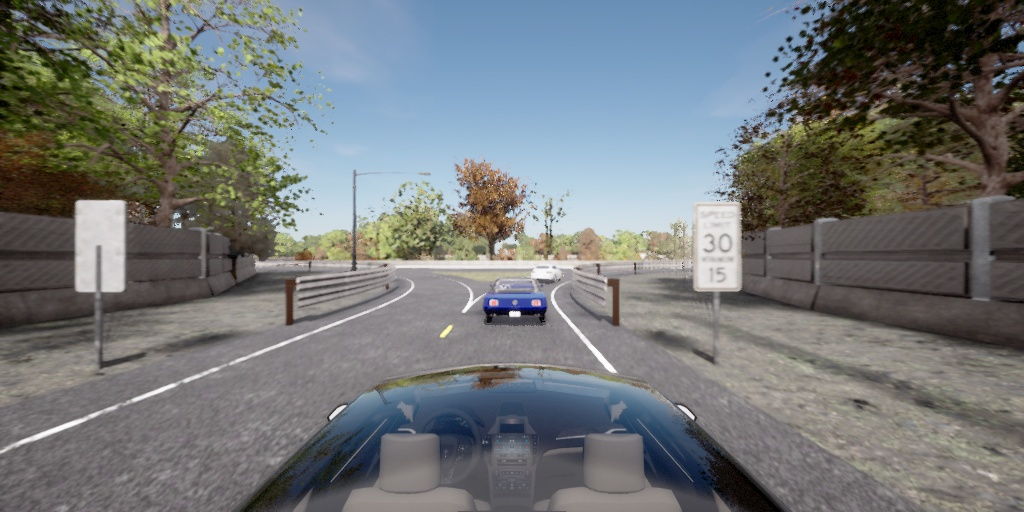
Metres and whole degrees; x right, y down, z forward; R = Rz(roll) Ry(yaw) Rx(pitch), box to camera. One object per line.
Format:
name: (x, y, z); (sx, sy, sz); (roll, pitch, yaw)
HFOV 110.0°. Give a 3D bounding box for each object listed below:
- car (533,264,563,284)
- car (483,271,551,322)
car: (2.749, 1.336, 28.253); (1.812, 1.442, 4.674); (0, 0, 17)
car: (0.163, 1.375, 12.450); (1.895, 1.301, 4.718); (0, 0, 2)
